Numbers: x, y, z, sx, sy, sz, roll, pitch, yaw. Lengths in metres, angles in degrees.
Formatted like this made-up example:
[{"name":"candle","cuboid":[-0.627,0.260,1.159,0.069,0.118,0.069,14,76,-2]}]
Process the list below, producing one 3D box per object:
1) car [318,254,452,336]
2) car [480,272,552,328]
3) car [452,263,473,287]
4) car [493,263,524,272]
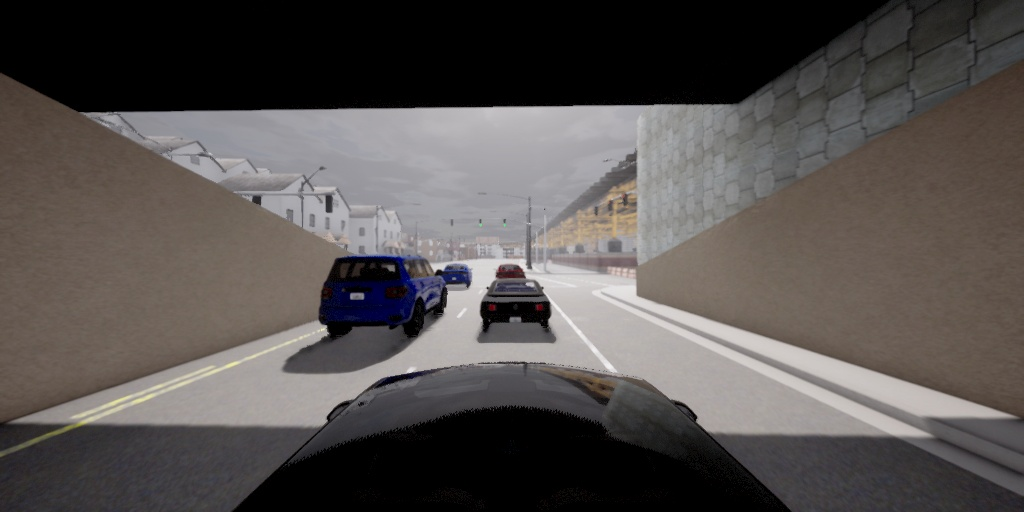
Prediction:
[{"name":"car","cuboid":[-3.403,0.979,10.559,2.150,2.045,5.566,0,0,0]},{"name":"car","cuboid":[0.098,1.358,11.454,1.895,1.301,4.718,0,0,0]},{"name":"car","cuboid":[-3.771,1.244,24.722,1.882,1.535,5.008,0,0,-4]},{"name":"car","cuboid":[-0.221,1.243,23.983,1.882,1.535,5.008,0,0,-4]}]
